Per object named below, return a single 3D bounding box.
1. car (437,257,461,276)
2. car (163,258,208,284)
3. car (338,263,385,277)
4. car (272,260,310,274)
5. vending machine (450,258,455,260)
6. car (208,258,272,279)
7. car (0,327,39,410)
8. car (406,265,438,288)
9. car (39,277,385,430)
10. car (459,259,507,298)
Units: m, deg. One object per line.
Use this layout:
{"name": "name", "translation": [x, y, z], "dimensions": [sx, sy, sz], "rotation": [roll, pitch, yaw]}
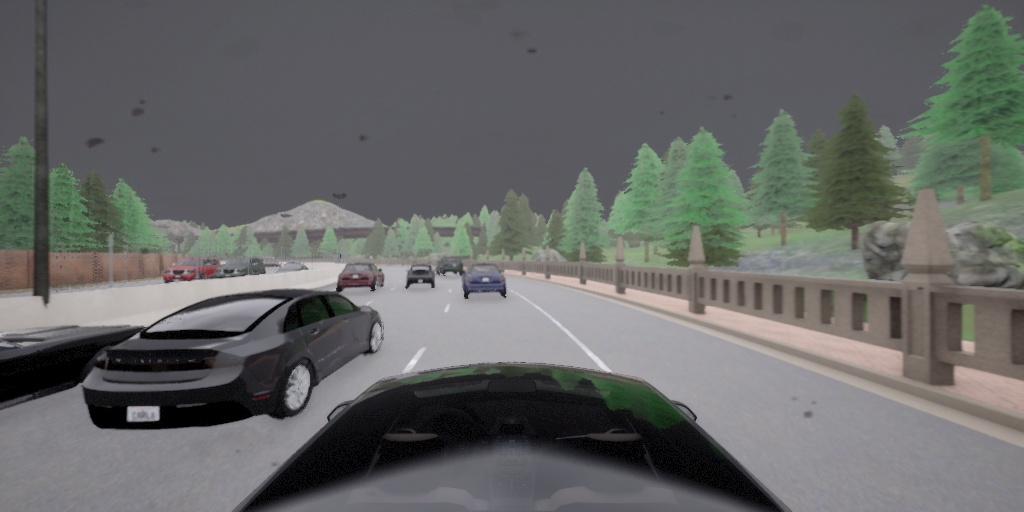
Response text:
{"name": "car", "translation": [-6.703, 1.078, 38.672], "dimensions": [2.150, 2.045, 5.566], "rotation": [0, 0, -20]}
{"name": "car", "translation": [-25.841, 1.168, 29.361], "dimensions": [2.150, 2.045, 5.566], "rotation": [0, 0, -19]}
{"name": "car", "translation": [-9.343, 1.193, 22.493], "dimensions": [2.097, 1.767, 4.553], "rotation": [0, 0, -12]}
{"name": "car", "translation": [-19.343, 1.393, 31.865], "dimensions": [1.882, 1.535, 5.008], "rotation": [0, 0, -20]}
{"name": "vending machine", "translation": [-10.415, 1.120, 63.986], "dimensions": [1.100, 2.100, 0.880], "rotation": [0, 0, -32]}
{"name": "car", "translation": [-22.285, 1.148, 29.697], "dimensions": [2.150, 2.045, 5.566], "rotation": [0, 0, -18]}
{"name": "car", "translation": [-7.040, 1.395, 4.013], "dimensions": [1.895, 1.301, 4.718], "rotation": [0, 0, -2]}
{"name": "car", "translation": [-6.303, 1.333, 24.934], "dimensions": [1.837, 1.490, 4.892], "rotation": [0, 0, -13]}
{"name": "car", "translation": [-3.646, 1.283, 5.890], "dimensions": [1.837, 1.490, 4.892], "rotation": [0, 0, -2]}
{"name": "car", "translation": [-1.588, 1.143, 19.082], "dimensions": [2.097, 1.767, 4.553], "rotation": [0, 0, -9]}
